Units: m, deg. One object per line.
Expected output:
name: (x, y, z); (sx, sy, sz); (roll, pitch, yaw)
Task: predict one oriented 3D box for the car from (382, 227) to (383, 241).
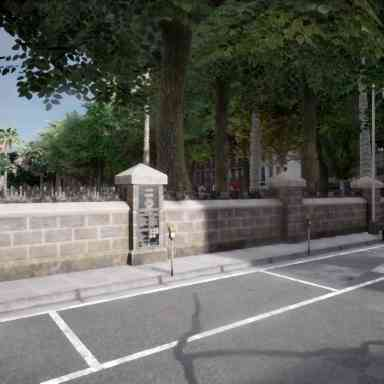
car: (9.756, 1.310, 13.500); (5.009, 1.841, 2.192); (0, 0, -36)
